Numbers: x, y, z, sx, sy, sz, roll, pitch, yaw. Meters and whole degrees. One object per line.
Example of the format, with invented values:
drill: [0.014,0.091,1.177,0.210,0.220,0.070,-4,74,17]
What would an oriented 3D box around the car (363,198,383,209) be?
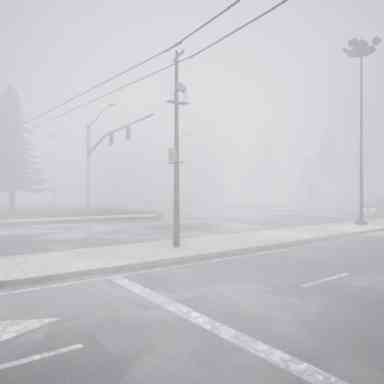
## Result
car: [25.773,1.581,46.518,4.181,1.385,1.994,0,0,-35]
